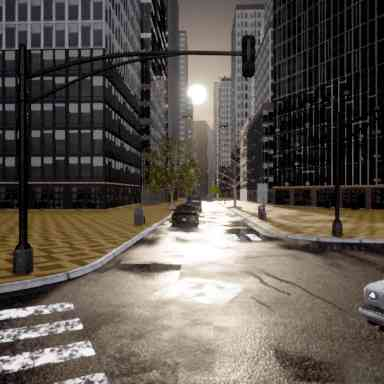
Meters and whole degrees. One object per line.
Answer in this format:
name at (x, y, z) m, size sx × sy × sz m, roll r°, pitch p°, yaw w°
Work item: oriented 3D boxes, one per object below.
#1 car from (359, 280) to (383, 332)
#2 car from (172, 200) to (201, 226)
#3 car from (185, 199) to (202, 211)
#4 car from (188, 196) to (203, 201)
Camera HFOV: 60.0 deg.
car at (4.946, 1.608, 5.348) m, size 4.718 × 1.301 × 1.895 m, roll 0°, pitch 0°, yaw -27°
car at (-0.447, 1.653, 25.421) m, size 1.882 × 1.535 × 5.008 m, roll 0°, pitch 0°, yaw 2°
car at (-0.090, 1.775, 35.634) m, size 1.812 × 1.442 × 4.674 m, roll 0°, pitch 0°, yaw 2°
car at (0.280, 1.552, 46.287) m, size 2.150 × 2.045 × 5.566 m, roll 0°, pitch 0°, yaw 2°
